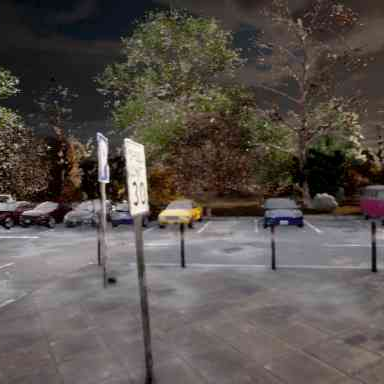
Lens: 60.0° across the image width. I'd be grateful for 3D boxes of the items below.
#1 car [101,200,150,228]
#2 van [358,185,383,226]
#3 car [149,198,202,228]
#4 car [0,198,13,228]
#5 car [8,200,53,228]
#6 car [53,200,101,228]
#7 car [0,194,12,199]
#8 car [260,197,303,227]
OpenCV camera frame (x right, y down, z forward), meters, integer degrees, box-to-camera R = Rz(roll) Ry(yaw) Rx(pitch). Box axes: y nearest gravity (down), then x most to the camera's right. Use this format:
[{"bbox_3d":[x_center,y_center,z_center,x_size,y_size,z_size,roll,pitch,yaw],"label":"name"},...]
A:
[{"bbox_3d":[-3.274,1.224,20.106,2.163,1.488,4.792,-1,1,10],"label":"car"},{"bbox_3d":[10.386,0.644,17.713,1.878,1.987,4.442,-1,1,10],"label":"van"},{"bbox_3d":[-0.583,1.131,19.399,1.946,1.575,5.366,-1,1,10],"label":"car"},{"bbox_3d":[-11.471,1.388,21.567,2.097,1.535,5.008,-1,1,10],"label":"car"},{"bbox_3d":[-8.740,1.323,21.072,2.097,1.535,5.008,-1,1,10],"label":"car"},{"bbox_3d":[-6.009,1.260,20.578,2.231,1.521,4.892,-1,1,10],"label":"car"},{"bbox_3d":[-14.214,1.202,22.024,2.435,2.045,5.566,-1,1,10],"label":"car"},{"bbox_3d":[4.907,1.032,18.564,2.163,1.488,4.792,-1,1,10],"label":"car"}]
